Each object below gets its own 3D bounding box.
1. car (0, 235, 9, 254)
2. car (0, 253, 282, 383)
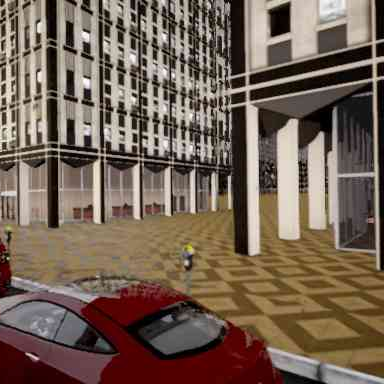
[{"bbox_3d":[-5.773,1.385,6.999,5.009,1.841,2.192,-1,-1,35],"label":"car"},{"bbox_3d":[-1.144,1.607,3.697,4.206,1.307,1.802,-1,-1,35],"label":"car"}]
